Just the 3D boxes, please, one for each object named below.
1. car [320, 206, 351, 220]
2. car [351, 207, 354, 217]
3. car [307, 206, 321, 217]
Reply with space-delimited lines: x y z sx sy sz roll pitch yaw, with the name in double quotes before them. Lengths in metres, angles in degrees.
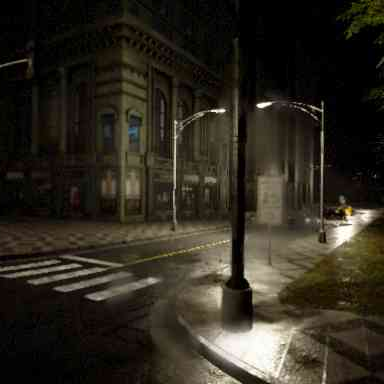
"car" 17.838 2.640 41.206 2.128 1.511 4.902 1 -1 33
"car" 23.030 2.828 49.697 1.882 1.535 5.008 1 -1 32
"car" 17.418 2.687 46.328 1.882 1.535 5.008 1 -1 32
